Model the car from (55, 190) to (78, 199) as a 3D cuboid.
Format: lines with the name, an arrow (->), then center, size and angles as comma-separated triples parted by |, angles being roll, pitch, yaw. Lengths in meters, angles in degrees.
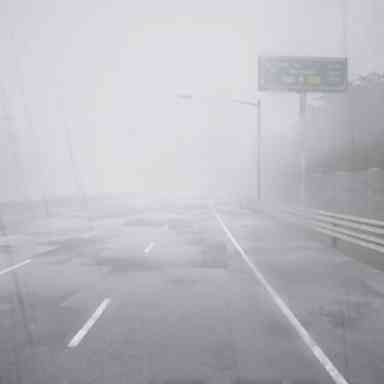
car -> -22.913, 0.478, 61.060 | 2.128, 1.511, 4.902 | 0, 2, 3

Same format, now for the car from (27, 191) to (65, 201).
car -> -20.138, 0.899, 46.089 | 2.128, 1.511, 4.902 | 0, 1, 3

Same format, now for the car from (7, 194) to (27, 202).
car -> -23.647, 0.974, 45.945 | 1.994, 1.385, 4.181 | 0, 1, 3

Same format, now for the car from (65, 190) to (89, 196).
car -> -19.596, 0.581, 57.902 | 2.128, 1.511, 4.902 | 0, 2, 3

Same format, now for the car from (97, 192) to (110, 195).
car -> -15.953, 0.622, 60.133 | 1.895, 1.301, 4.718 | 0, 2, 3

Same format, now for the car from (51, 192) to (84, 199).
car -> -16.692, 1.036, 44.911 | 1.895, 1.301, 4.718 | 0, 1, 3
